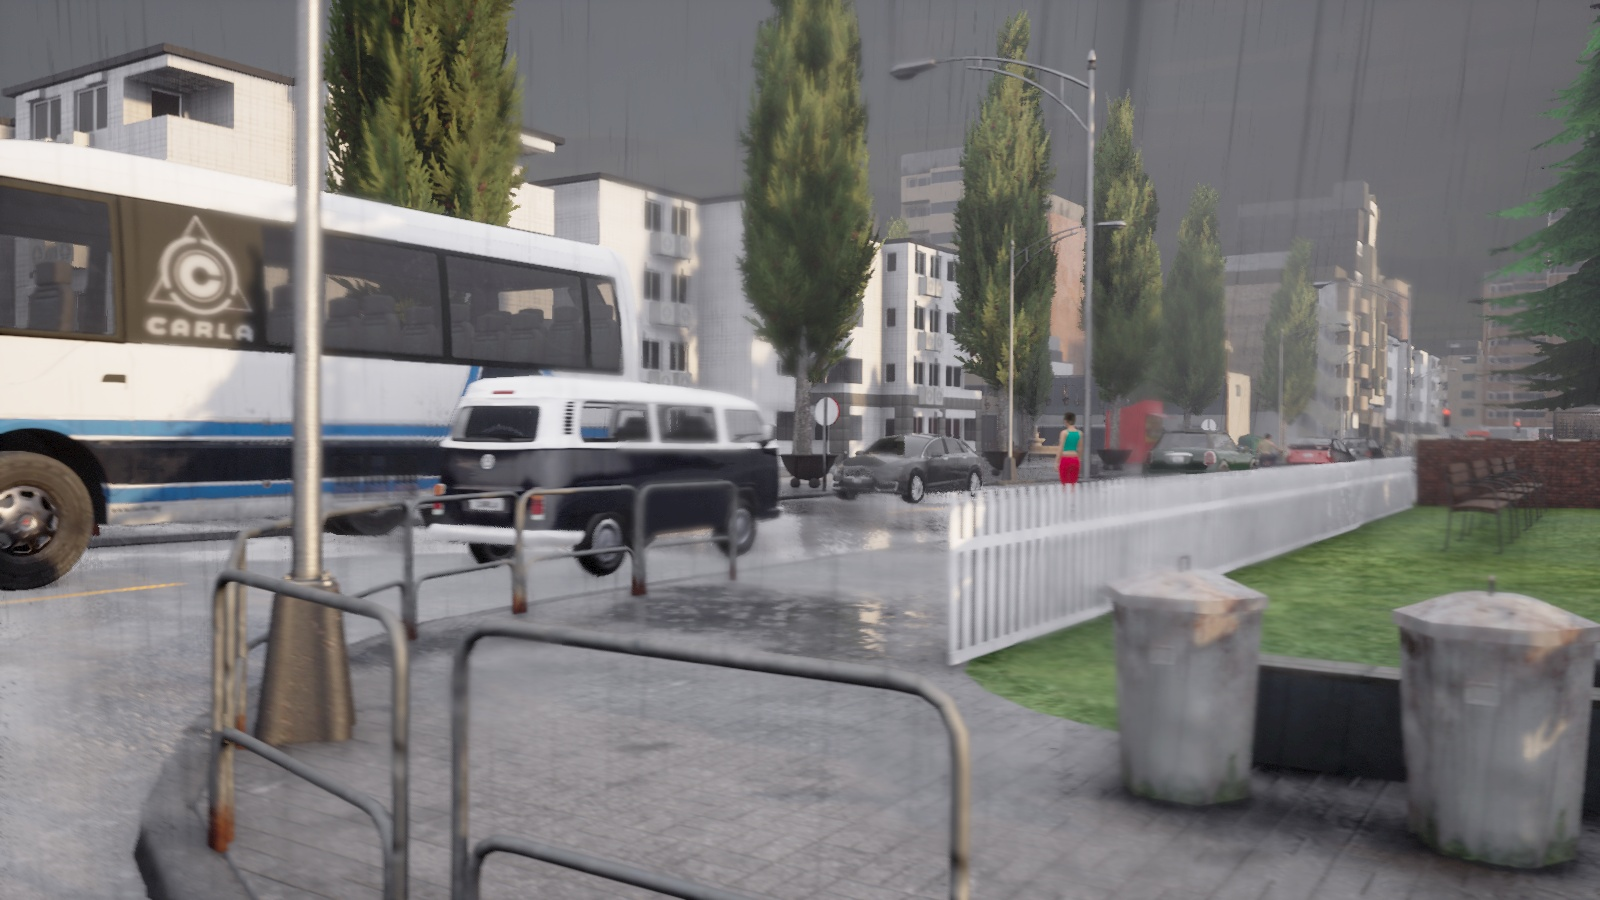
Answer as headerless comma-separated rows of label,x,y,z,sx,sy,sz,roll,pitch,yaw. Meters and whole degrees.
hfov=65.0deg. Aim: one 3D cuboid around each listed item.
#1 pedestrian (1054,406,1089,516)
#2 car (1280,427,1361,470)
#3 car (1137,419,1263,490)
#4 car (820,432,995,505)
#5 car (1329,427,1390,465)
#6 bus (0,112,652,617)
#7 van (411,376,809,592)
pedestrian,4.602,0.180,21.270,0.345,1.836,0.594,-1,1,-14
car,19.607,-0.096,47.223,2.007,1.525,4.514,0,1,33
car,10.862,0.064,33.866,2.097,1.767,4.553,0,1,33
car,2.551,0.349,28.477,1.837,1.490,4.892,0,1,33
car,24.200,-0.194,54.281,1.789,1.549,3.705,0,1,34
bus,-6.557,-0.775,14.502,3.944,4.253,10.273,0,1,33
van,-1.938,0.288,14.274,2.069,2.038,4.480,0,1,31
